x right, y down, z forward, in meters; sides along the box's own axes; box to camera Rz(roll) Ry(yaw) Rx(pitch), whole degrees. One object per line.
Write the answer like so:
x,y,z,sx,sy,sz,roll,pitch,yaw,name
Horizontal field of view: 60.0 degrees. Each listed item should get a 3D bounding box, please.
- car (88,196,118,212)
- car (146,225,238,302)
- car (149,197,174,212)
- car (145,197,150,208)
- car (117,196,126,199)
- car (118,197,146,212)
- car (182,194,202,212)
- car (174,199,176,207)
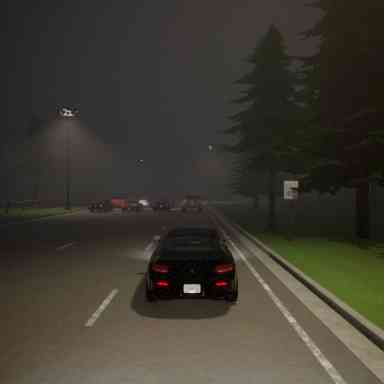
-10.493,1.547,38.739,2.033,1.411,5.357,0,0,0,car
0.002,1.526,8.124,1.812,1.442,4.674,0,0,0,car
-3.493,1.564,39.154,1.994,1.385,4.181,0,0,0,car
-6.991,1.526,49.158,1.812,1.442,4.674,0,0,0,car
-10.491,1.352,49.129,2.097,1.767,4.553,0,0,0,car
-6.993,1.601,39.185,1.895,1.301,4.718,0,0,0,car
0.007,1.221,38.767,2.150,2.045,5.566,0,0,0,car
-3.491,1.478,49.157,1.882,1.535,5.008,0,0,0,car
